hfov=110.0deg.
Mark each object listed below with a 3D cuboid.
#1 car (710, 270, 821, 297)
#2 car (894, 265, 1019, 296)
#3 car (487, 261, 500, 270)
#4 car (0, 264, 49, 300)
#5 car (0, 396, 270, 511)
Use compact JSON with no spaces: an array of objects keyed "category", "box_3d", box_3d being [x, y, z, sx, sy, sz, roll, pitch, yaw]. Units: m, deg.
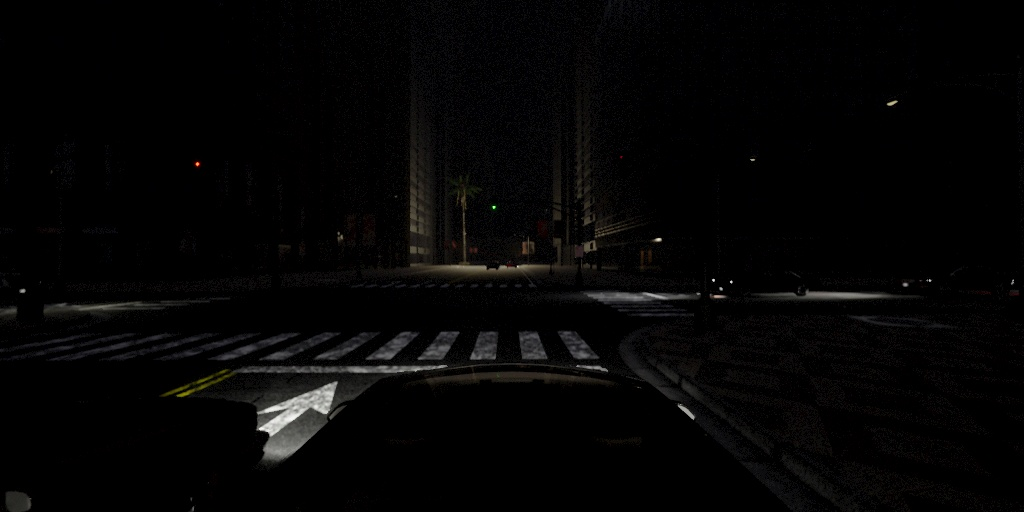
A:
[{"category":"car","box_3d":[12.998,1.374,18.608,4.718,1.301,1.895,0,-1,-2]},{"category":"car","box_3d":[23.004,1.232,18.774,4.902,1.511,2.128,0,-1,-1]},{"category":"car","box_3d":[-3.260,1.618,61.027,2.128,1.511,4.902,0,0,0]},{"category":"car","box_3d":[-22.974,1.103,14.833,5.566,2.045,2.150,0,-1,0]},{"category":"car","box_3d":[-3.175,1.294,0.645,2.033,1.411,5.357,0,0,4]}]
